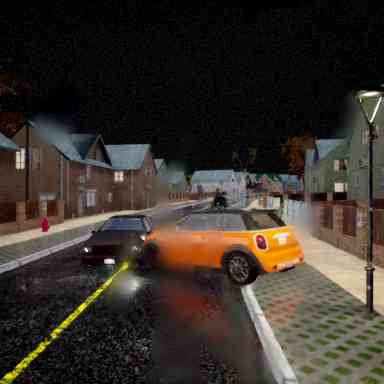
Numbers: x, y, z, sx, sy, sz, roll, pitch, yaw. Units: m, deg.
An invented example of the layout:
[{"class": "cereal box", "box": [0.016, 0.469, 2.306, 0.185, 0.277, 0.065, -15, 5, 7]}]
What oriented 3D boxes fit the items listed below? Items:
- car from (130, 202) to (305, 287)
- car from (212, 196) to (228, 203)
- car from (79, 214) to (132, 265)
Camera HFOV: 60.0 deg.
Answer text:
[{"class": "car", "box": [0.587, 1.267, 9.160, 4.553, 1.767, 2.097, -5, -3, 45]}, {"class": "car", "box": [3.706, 1.280, 44.150, 1.812, 1.442, 4.674, 0, 1, 11]}, {"class": "car", "box": [-2.283, 1.528, 11.907, 2.033, 1.411, 5.357, 0, 0, 0]}]
